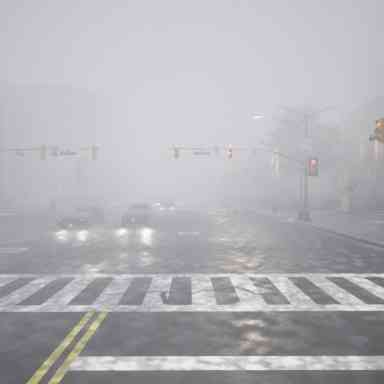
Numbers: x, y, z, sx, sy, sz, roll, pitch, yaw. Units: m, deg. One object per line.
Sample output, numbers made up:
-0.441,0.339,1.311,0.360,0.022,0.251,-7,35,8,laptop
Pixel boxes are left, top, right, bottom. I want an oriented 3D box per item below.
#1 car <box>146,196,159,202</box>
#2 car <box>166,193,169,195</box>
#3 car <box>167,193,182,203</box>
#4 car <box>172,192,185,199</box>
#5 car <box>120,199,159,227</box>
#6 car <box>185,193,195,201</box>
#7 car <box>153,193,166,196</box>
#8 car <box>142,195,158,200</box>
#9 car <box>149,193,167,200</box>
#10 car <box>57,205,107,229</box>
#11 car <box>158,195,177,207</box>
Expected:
-9.673,1.594,80.943,1.895,1.301,4.718,0,0,-21,car
-5.795,1.551,80.593,1.994,1.385,4.181,0,0,-18,car
-3.666,1.547,69.278,2.033,1.411,5.357,0,0,0,car
-4.335,1.354,86.140,2.097,1.767,4.553,0,0,-29,car
-3.626,1.504,22.888,1.837,1.490,4.892,0,0,0,car
-1.292,1.223,87.845,2.150,2.045,5.566,0,0,-29,car
-7.158,1.491,69.023,2.128,1.511,4.902,0,0,0,car
-7.158,1.547,52.573,2.033,1.411,5.357,0,0,0,car
-9.751,1.173,94.464,2.150,2.045,5.566,0,0,-43,car
-7.125,1.547,22.164,2.033,1.411,5.357,0,0,0,car
-3.655,1.525,50.403,1.812,1.442,4.674,0,0,0,car
